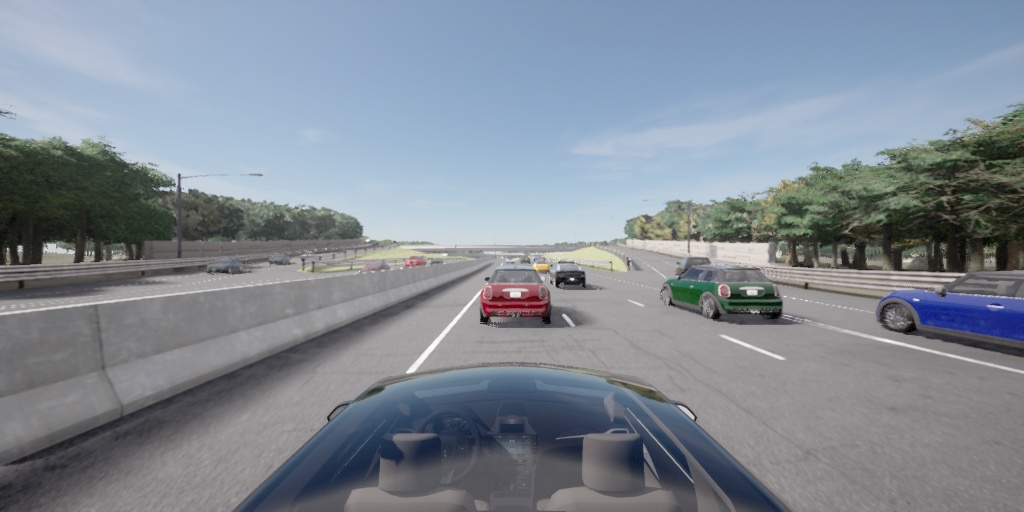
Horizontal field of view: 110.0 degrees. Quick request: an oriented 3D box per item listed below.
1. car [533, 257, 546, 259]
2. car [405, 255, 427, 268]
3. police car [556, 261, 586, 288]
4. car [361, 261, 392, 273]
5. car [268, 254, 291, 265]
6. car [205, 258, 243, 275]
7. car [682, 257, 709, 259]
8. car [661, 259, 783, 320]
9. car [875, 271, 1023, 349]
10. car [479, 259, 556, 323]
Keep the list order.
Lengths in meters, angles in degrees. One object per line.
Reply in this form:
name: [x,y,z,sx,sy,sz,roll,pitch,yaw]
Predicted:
car: [3.499,1.191,43.794,1.801,1.575,5.366,0,0,0]
car: [-14.240,0.905,53.480,2.150,2.045,5.566,0,0,0]
police car: [3.585,1.169,23.919,1.930,1.638,5.238,0,0,0]
car: [-14.159,1.264,37.648,1.812,1.442,4.674,0,0,0]
car: [-33.967,0.535,52.460,1.837,1.490,4.892,0,2,-17]
car: [-28.390,1.019,35.528,1.837,1.490,4.892,0,1,-20]
car: [15.369,1.074,30.317,2.150,2.045,5.566,0,0,18]
car: [7.099,1.099,12.727,2.097,1.767,4.553,0,0,0]
car: [10.840,1.100,7.783,2.097,1.767,4.553,0,0,3]
car: [0.100,1.099,12.195,2.097,1.767,4.553,0,0,0]
